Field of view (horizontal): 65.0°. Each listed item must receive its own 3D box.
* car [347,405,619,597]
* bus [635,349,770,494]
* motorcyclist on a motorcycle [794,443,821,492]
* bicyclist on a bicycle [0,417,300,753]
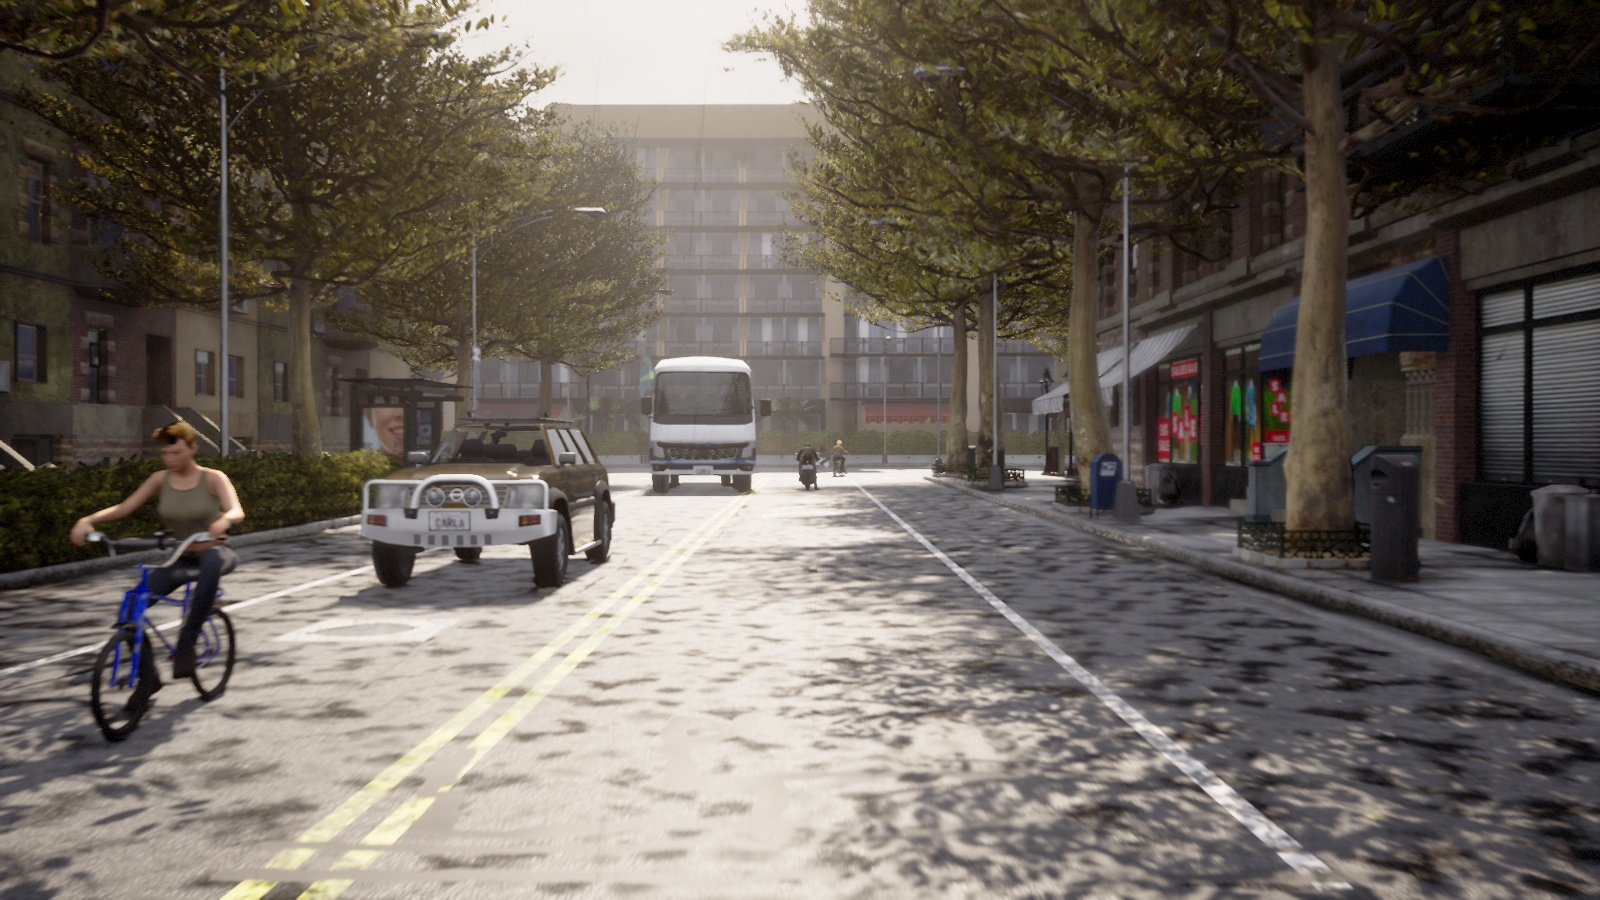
[{"bbox_3d":[-3.401,0.479,14.469,1.932,1.855,4.605,0,0,0],"label":"car"},{"bbox_3d":[-3.317,-0.870,42.183,3.944,4.253,10.273,0,0,-5],"label":"bus"},{"bbox_3d":[0.244,0.554,40.336,0.866,1.530,2.191,0,0,0],"label":"motorcyclist on a motorcycle"},{"bbox_3d":[-3.441,0.642,6.782,0.866,1.612,1.509,0,0,1],"label":"bicyclist on a bicycle"}]
